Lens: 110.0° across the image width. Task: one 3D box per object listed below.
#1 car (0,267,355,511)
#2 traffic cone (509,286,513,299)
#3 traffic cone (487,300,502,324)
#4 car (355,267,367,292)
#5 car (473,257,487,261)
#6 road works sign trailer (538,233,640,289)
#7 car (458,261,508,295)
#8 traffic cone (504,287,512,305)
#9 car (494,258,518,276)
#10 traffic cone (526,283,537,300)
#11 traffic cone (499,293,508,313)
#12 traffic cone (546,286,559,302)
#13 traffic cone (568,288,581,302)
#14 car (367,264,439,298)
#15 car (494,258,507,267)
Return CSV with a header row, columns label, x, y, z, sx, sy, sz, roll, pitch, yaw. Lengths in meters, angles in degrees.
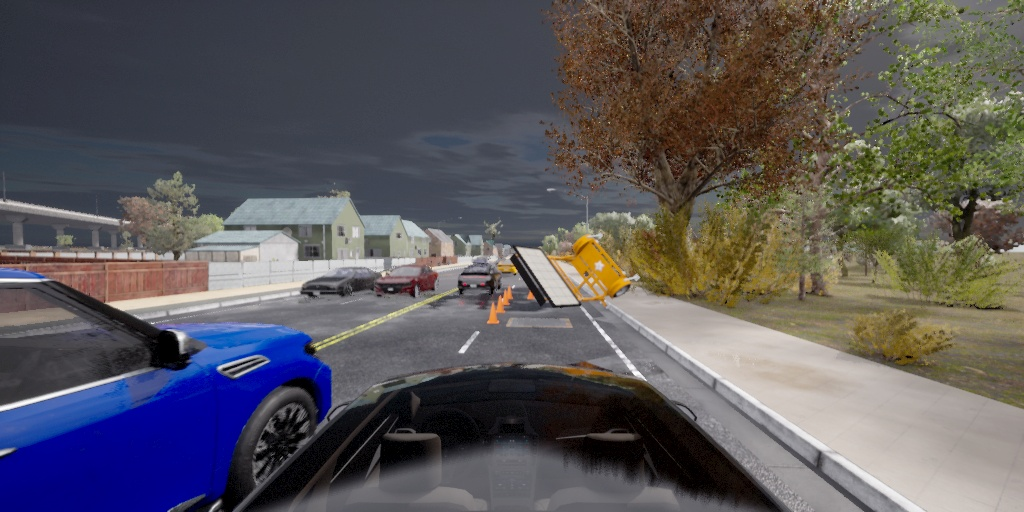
label,x,y,z,sx,sy,sz,roll,pitch,yaw
car,-3.031,0.971,1.250,2.150,2.045,5.566,0,0,4
traffic cone,-0.119,1.686,16.677,0.340,0.580,0.340,0,0,4
traffic cone,-0.560,1.694,10.694,0.340,0.580,0.340,0,0,4
car,-8.477,1.276,18.576,2.033,1.411,5.357,0,0,4
car,-5.365,0.984,60.356,2.097,1.767,4.553,0,0,4
road works sign trailer,2.883,-0.843,12.908,2.880,3.560,2.380,0,0,-40
car,-1.671,1.217,19.696,2.128,1.511,4.902,0,0,4
traffic cone,-0.266,1.689,14.683,0.340,0.580,0.340,0,0,4
car,-0.411,1.172,36.783,1.882,1.535,5.008,0,0,4
traffic cone,0.878,1.686,16.604,0.340,0.580,0.340,0,0,4
traffic cone,-0.413,1.692,12.688,0.340,0.580,0.340,0,0,4
traffic cone,1.874,1.686,16.531,0.340,0.580,0.340,0,0,4
traffic cone,2.872,1.686,16.456,0.340,0.580,0.340,0,0,4
car,-5.224,1.206,18.425,1.882,1.535,5.008,0,0,4
car,-1.968,1.133,62.126,1.837,1.490,4.892,0,0,5
